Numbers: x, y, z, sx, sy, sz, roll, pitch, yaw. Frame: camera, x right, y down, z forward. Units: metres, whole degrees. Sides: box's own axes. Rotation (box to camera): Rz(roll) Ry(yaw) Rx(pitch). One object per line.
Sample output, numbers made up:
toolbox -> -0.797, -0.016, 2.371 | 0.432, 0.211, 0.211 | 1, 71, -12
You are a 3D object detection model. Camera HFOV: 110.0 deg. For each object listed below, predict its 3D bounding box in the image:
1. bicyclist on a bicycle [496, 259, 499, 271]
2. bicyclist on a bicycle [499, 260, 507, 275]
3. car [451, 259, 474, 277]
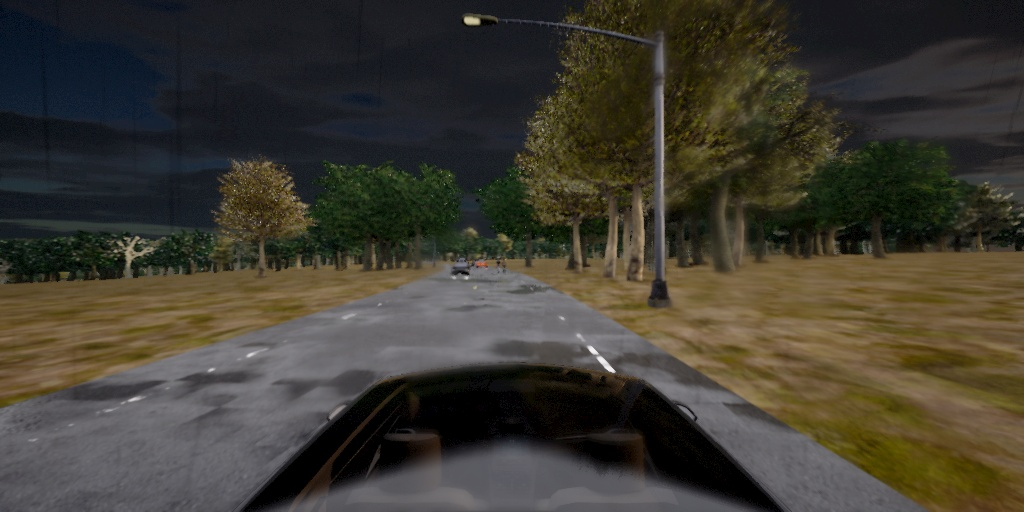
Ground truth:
bicyclist on a bicycle -> -1.808, 1.227, 48.007 | 0.659, 1.776, 1.843 | 0, 0, -7
bicyclist on a bicycle -> -0.846, 1.268, 38.966 | 0.582, 1.620, 1.656 | 0, -1, -5
car -> -5.297, 1.359, 37.630 | 2.033, 1.411, 5.357 | 0, 0, -5
